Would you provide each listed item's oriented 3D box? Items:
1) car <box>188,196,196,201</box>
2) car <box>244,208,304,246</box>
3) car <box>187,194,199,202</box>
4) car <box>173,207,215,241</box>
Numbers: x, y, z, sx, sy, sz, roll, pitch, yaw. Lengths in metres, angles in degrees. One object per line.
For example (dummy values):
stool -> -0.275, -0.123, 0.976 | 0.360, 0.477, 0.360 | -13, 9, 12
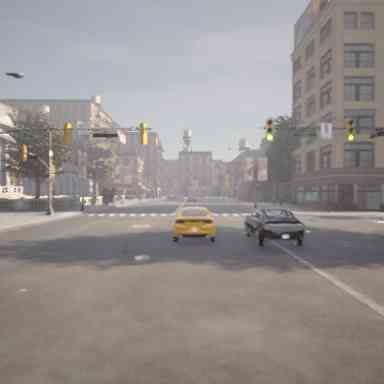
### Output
car -> -0.012, 1.589, 83.309 | 1.895, 1.301, 4.718 | 0, 0, 1
car -> 3.598, 1.497, 15.205 | 2.128, 1.511, 4.902 | 0, 0, 0
car -> -0.011, 1.576, 73.257 | 1.994, 1.385, 4.181 | 0, 0, 0
car -> 0.098, 1.483, 16.879 | 1.882, 1.535, 5.008 | 0, 0, 0
